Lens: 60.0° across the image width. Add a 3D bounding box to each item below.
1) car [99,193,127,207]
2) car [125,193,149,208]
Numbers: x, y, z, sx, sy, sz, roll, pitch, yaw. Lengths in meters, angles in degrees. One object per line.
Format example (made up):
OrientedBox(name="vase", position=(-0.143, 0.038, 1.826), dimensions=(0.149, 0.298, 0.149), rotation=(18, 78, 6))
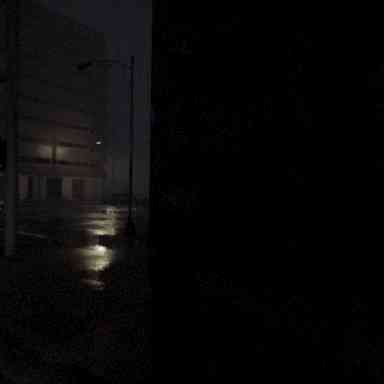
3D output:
OrientedBox(name="car", position=(-8.252, 0.880, 37.682), dimensions=(1.837, 1.490, 4.892), rotation=(2, 1, 35))
OrientedBox(name="car", position=(-4.736, 1.052, 36.595), dimensions=(1.895, 1.301, 4.718), rotation=(2, 1, 35))
